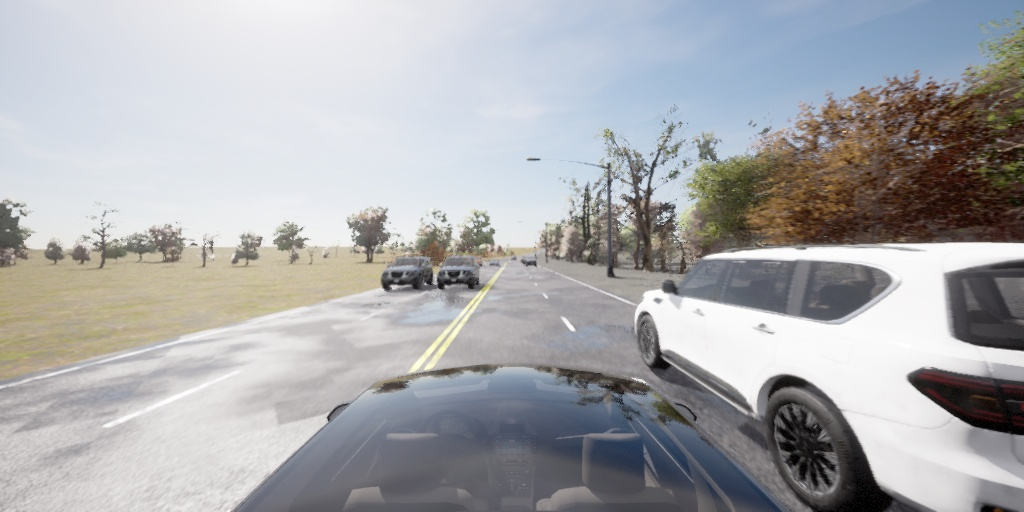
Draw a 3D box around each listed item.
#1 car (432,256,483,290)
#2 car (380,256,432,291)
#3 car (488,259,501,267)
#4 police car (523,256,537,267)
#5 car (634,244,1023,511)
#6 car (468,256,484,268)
[{"bbox_3d":[-3.319,1.003,23.181,2.150,2.045,5.566,-1,0,0],"label":"car"},{"bbox_3d":[-6.569,1.039,23.165,2.150,2.045,5.566,-1,0,0],"label":"car"},{"bbox_3d":[-3.143,1.268,64.691,1.812,1.442,4.674,-1,0,0],"label":"car"},{"bbox_3d":[3.362,1.066,62.867,1.930,1.638,5.238,-1,0,0],"label":"police car"},{"bbox_3d":[3.351,0.908,4.356,2.150,2.045,5.566,0,1,0],"label":"car"},{"bbox_3d":[-6.400,1.029,64.242,2.150,2.045,5.566,-1,0,0],"label":"car"}]
